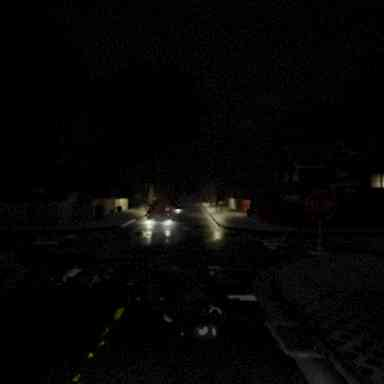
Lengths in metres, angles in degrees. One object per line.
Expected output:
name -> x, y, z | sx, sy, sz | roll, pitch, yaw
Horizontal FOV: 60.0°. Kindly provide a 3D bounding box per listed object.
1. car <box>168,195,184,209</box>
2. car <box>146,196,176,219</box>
car -> -2.811, 1.458, 49.782 | 2.150, 2.045, 5.566 | 0, -1, 0
car -> -2.846, 1.489, 30.170 | 2.097, 1.767, 4.553 | 0, 0, 0
